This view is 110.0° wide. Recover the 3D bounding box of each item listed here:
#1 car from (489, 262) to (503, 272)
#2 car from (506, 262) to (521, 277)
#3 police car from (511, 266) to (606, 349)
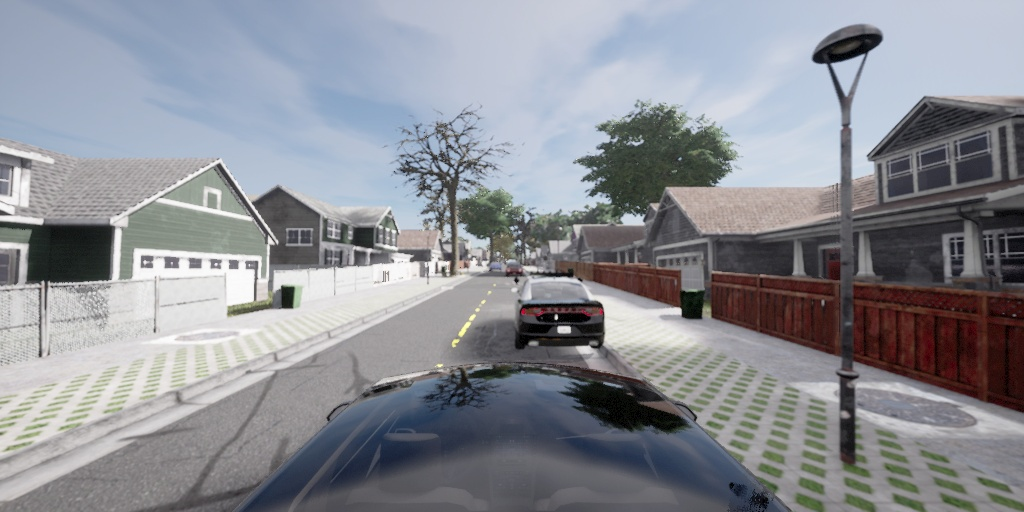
[{"bbox_3d":[-2.475,1.621,54.545,1.812,1.442,4.674,0,-1,0],"label":"car"},{"bbox_3d":[0.278,1.556,39.319,1.895,1.301,4.718,0,0,0],"label":"car"},{"bbox_3d":[1.010,1.214,9.421,1.930,1.638,5.238,0,0,0],"label":"police car"}]
